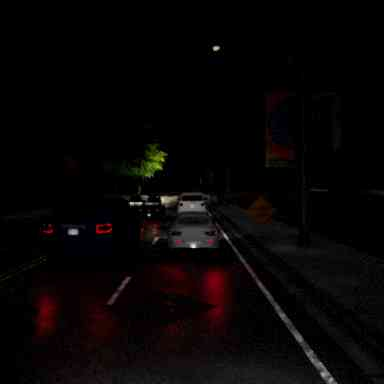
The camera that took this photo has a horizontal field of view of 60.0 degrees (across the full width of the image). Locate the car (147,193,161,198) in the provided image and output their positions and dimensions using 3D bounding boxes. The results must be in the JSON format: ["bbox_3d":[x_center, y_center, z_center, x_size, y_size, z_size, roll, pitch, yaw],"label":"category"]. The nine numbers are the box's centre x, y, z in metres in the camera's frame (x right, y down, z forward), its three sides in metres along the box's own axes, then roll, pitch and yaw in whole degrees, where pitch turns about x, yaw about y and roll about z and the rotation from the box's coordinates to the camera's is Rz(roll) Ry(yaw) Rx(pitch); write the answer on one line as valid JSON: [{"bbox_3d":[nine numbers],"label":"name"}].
[{"bbox_3d":[-6.556,0.887,57.401,2.097,1.767,4.553,0,1,0],"label":"car"}]

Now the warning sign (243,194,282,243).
[{"bbox_3d":[2.835,1.037,13.518,1.300,1.860,1.060,-1,-1,0],"label":"warning sign"}]

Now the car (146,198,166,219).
[{"bbox_3d":[-3.213,1.430,27.276,1.895,1.301,4.718,0,0,1],"label":"car"}]

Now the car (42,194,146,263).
[{"bbox_3d":[-3.220,1.155,11.772,2.150,2.045,5.566,0,1,0],"label":"car"}]

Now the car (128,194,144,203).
[{"bbox_3d":[-9.791,1.086,58.475,1.994,1.385,4.181,0,1,1],"label":"car"}]

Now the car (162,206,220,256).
[{"bbox_3d":[0.038,1.453,12.696,1.812,1.442,4.674,0,0,0],"label":"car"}]

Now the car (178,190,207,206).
[{"bbox_3d":[0.030,1.056,26.741,2.150,2.045,5.566,0,1,0],"label":"car"}]
